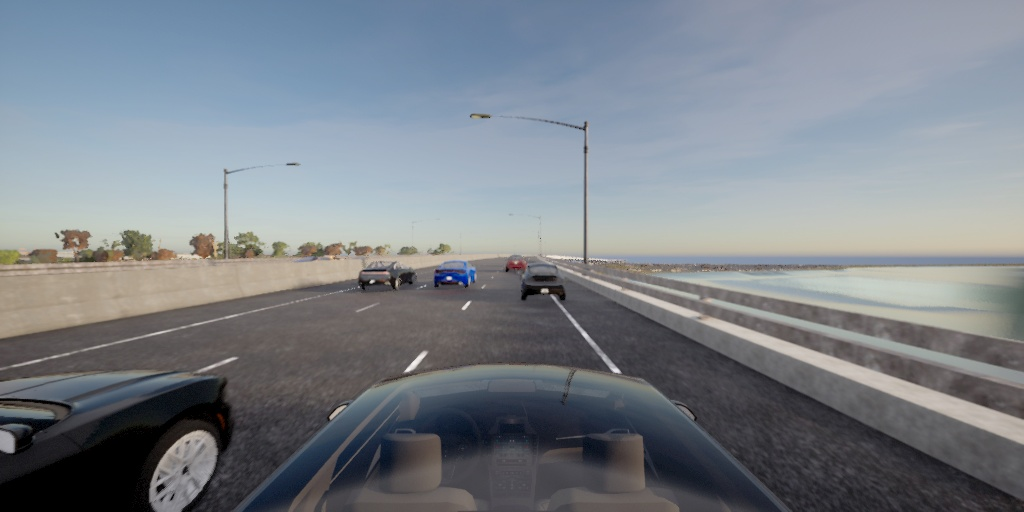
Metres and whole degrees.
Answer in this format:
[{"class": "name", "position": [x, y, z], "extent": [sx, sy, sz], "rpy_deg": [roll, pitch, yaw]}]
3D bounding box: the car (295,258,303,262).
[{"class": "car", "position": [-24.043, 0.779, 42.684], "extent": [1.812, 1.442, 4.674], "rpy_deg": [0, 0, 2]}]

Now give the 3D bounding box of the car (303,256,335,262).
[{"class": "car", "position": [-20.620, 0.761, 40.108], "extent": [1.882, 1.535, 5.008], "rpy_deg": [0, 1, 2]}]

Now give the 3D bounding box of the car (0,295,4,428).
[{"class": "car", "position": [-6.896, 1.241, 1.658], "extent": [2.128, 1.511, 4.902], "rpy_deg": [0, 1, 0]}]

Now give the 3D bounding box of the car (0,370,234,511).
[{"class": "car", "position": [-3.397, 1.234, 1.107], "extent": [1.882, 1.535, 5.008], "rpy_deg": [0, 1, 0]}]

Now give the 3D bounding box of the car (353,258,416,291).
[{"class": "car", "position": [-6.784, 1.015, 19.910], "extent": [2.128, 1.511, 4.902], "rpy_deg": [0, 1, 1]}]

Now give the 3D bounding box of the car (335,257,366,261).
[{"class": "car", "position": [-17.128, 0.832, 40.052], "extent": [2.033, 1.411, 5.357], "rpy_deg": [0, 1, 2]}]

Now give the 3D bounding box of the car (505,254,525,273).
[{"class": "car", "position": [0.431, 0.670, 37.243], "extent": [2.097, 1.767, 4.553], "rpy_deg": [0, 1, 2]}]

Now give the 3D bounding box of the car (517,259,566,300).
[{"class": "car", "position": [1.296, 1.076, 16.265], "extent": [1.837, 1.490, 4.892], "rpy_deg": [0, 1, 1]}]

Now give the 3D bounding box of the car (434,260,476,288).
[{"class": "car", "position": [-3.269, 0.985, 21.284], "extent": [1.882, 1.535, 5.008], "rpy_deg": [0, 1, 1]}]
